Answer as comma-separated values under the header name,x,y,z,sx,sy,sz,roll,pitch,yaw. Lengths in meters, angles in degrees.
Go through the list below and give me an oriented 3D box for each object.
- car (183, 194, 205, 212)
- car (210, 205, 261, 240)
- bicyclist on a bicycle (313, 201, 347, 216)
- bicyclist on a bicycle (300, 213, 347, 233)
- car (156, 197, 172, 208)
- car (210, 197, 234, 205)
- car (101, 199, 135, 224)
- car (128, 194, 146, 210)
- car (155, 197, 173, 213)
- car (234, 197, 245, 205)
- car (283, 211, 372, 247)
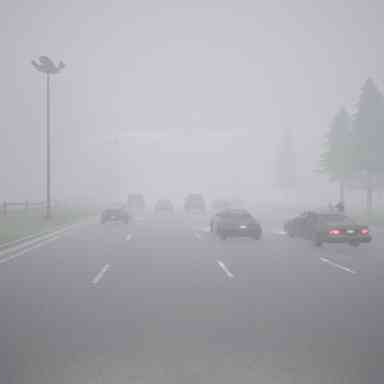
name,x,y,z,sx,sy,sz,roll,pitch,yaw
car,0.218,1.223,39.066,2.150,2.045,5.566,0,0,-5
car,2.142,1.563,17.194,1.994,1.385,4.181,0,0,-5
bicyclist on a bicycle,6.982,1.070,16.372,1.620,1.656,0.582,-33,-35,-15
bicyclist on a bicycle,6.972,1.612,17.727,1.620,0.582,1.656,-1,10,-33
car,-4.099,1.491,48.103,2.128,1.511,4.902,0,0,-6
car,3.504,1.477,41.682,1.882,1.535,5.008,0,0,-5
car,-5.542,1.526,24.797,1.812,1.442,4.674,0,0,-5
car,-7.151,1.223,42.934,2.150,2.045,5.566,0,0,-5
car,-3.142,1.601,37.354,1.895,1.301,4.718,0,0,-5
car,6.390,1.505,48.686,1.837,1.490,4.892,0,0,-5
car,5.817,1.550,15.002,2.033,1.411,5.357,0,0,-3
